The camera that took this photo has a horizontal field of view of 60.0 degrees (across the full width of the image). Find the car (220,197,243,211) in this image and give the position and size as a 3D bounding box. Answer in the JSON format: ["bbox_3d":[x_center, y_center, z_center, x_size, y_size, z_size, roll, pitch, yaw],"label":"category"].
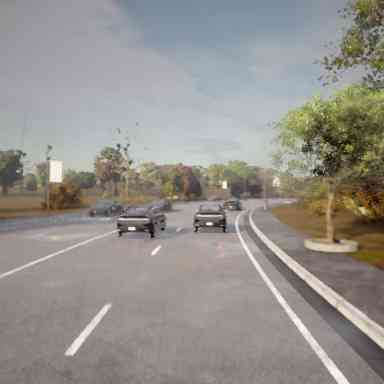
[{"bbox_3d":[5.213,1.515,41.947,1.837,1.490,4.892,0,0,15],"label":"car"}]

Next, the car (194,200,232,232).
[{"bbox_3d":[1.183,1.493,20.249,2.128,1.511,4.902,0,0,6],"label":"car"}]

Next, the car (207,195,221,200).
[{"bbox_3d":[4.937,1.362,71.810,2.033,1.411,5.357,0,0,25],"label":"car"}]

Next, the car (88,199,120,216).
[{"bbox_3d":[-8.024,1.482,31.369,1.837,1.490,4.892,0,0,10],"label":"car"}]

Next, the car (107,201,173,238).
[{"bbox_3d":[-2.563,1.485,17.819,2.128,1.511,4.902,0,0,5],"label":"car"}]
